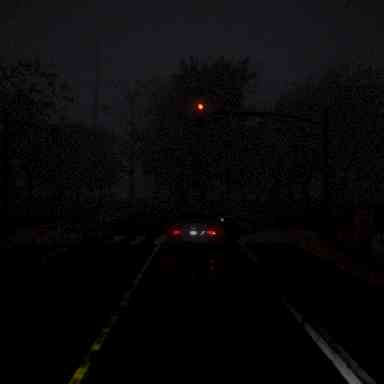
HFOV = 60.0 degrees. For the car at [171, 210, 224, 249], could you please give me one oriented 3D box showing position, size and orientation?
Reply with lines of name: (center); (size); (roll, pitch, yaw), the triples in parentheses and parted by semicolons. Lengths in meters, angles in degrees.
car: (0.350, 1.503, 14.363); (2.033, 1.411, 5.357); (0, 0, 7)
